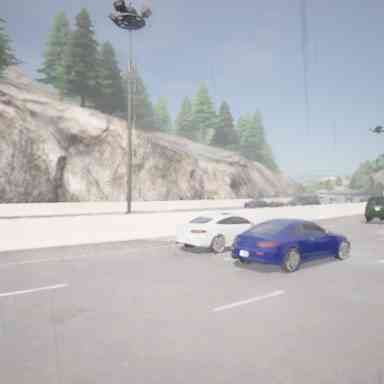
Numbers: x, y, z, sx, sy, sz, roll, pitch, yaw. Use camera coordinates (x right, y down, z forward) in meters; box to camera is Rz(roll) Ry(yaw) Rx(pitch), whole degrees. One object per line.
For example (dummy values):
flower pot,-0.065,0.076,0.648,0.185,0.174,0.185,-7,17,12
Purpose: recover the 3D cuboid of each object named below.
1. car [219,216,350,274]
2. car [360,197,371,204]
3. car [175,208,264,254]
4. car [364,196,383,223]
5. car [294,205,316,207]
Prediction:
car,3.276,1.575,10.798,4.674,1.442,1.812,0,0,-38
car,37.714,1.875,72.226,2.033,1.411,5.357,0,0,30
car,1.441,1.584,13.807,4.674,1.442,1.812,0,0,-38
car,15.505,1.354,26.232,5.566,2.045,2.150,0,0,-44
car,13.154,1.400,39.100,2.150,2.045,5.566,0,0,43
